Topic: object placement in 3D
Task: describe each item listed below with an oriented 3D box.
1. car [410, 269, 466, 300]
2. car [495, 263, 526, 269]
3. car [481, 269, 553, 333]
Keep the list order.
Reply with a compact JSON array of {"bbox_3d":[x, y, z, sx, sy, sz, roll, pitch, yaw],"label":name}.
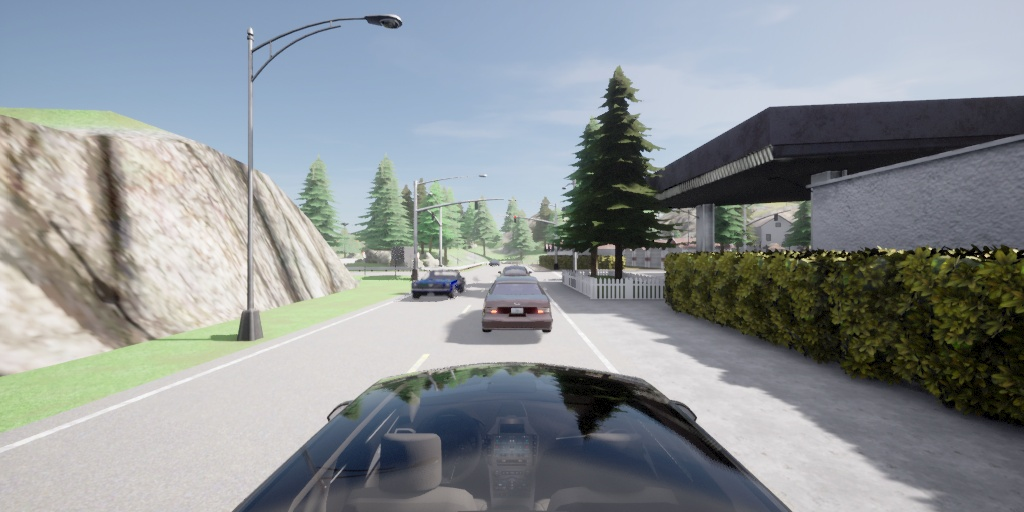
[{"bbox_3d":[-3.503,1.351,17.746,1.895,1.301,4.718,0,0,1],"label":"car"},{"bbox_3d":[0.174,1.276,20.332,1.812,1.442,4.674,0,0,0],"label":"car"},{"bbox_3d":[0.132,1.297,10.746,2.033,1.411,5.357,0,0,0],"label":"car"}]
